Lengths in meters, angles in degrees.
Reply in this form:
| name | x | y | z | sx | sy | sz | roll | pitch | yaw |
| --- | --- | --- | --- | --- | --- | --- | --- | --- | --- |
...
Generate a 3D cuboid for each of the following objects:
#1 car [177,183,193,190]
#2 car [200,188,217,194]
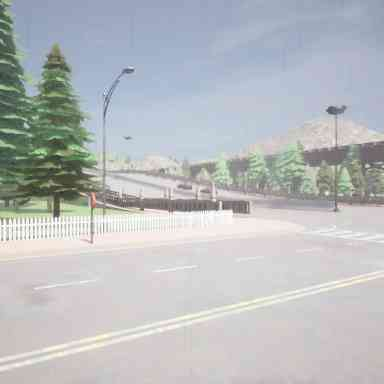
| name | x | y | z | sx | sy | sz | roll | pitch | yaw |
| --- | --- | --- | --- | --- | --- | --- | --- | --- | --- |
| car | -1.701 | -1.376 | 78.265 | 2.128 | 1.511 | 4.902 | 0 | 7 | -34 |
| car | 3.555 | -0.204 | 70.524 | 1.812 | 1.442 | 4.674 | 0 | 7 | -34 |
